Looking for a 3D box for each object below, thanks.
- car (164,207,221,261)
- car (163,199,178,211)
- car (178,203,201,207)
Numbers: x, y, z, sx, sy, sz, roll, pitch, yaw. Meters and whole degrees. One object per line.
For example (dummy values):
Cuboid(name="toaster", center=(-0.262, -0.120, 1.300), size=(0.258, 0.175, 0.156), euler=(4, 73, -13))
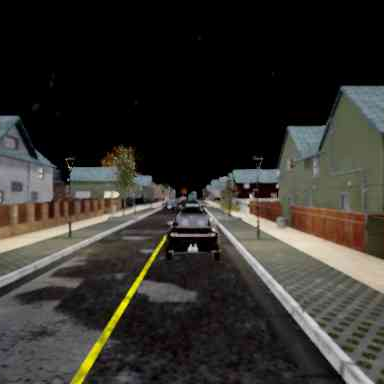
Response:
Cuboid(name="car", center=(0.045, 1.552, 12.603), size=(2.128, 1.511, 4.902), euler=(0, 0, 0))
Cuboid(name="car", center=(-2.797, 1.760, 44.445), size=(2.128, 1.511, 4.902), euler=(0, -1, 1))
Cuboid(name="car", center=(0.045, 1.655, 27.629), size=(1.837, 1.490, 4.892), euler=(0, 0, 0))
